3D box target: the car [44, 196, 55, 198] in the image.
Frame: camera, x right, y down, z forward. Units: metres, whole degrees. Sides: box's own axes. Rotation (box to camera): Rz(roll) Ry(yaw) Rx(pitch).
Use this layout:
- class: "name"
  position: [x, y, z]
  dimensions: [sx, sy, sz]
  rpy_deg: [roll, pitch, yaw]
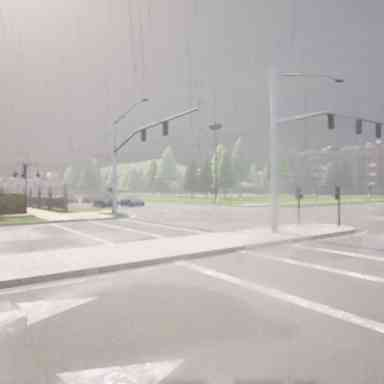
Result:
- class: "car"
  position: [-29.328, 1.366, 68.245]
  dimensions: [1.895, 1.301, 4.718]
  rpy_deg: [-1, 0, -36]

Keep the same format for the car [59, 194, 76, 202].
- class: "car"
  position: [-26.180, 1.269, 69.864]
  dimensions: [2.128, 1.511, 4.902]
  rpy_deg: [-1, 0, -36]

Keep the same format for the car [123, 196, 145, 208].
- class: "car"
  position: [-8.066, 1.290, 44.775]
  dimensions: [1.812, 1.442, 4.674]
  rpy_deg: [-1, 1, -36]

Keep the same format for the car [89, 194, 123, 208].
- class: "car"
  position: [-11.155, 1.158, 43.068]
  dimensions: [2.097, 1.767, 4.553]
  rpy_deg: [-1, 0, -36]

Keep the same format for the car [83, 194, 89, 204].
- class: "car"
  position: [-17.456, 1.115, 57.747]
  dimensions: [2.097, 1.767, 4.553]
  rpy_deg: [-1, 1, -36]

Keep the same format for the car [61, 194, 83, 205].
- class: "car"
  position: [-20.497, 1.313, 55.977]
  dimensions: [1.837, 1.490, 4.892]
  rpy_deg: [-1, 0, -36]
